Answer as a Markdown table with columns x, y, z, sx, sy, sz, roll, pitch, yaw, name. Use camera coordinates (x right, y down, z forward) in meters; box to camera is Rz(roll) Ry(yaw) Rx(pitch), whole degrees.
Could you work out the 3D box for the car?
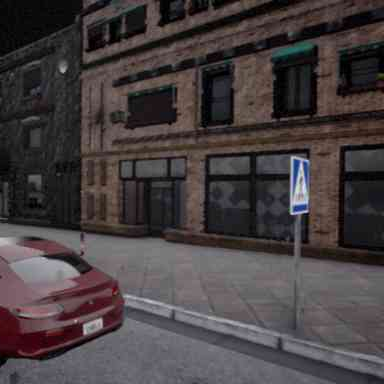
| x | y | z | sx | sy | sz | roll | pitch | yaw | name |
| --- | --- | --- | --- | --- | --- | --- | --- | --- | --- |
| -3.139 | 1.486 | 5.614 | 4.674 | 1.442 | 1.812 | 2 | 1 | 36 | car |
